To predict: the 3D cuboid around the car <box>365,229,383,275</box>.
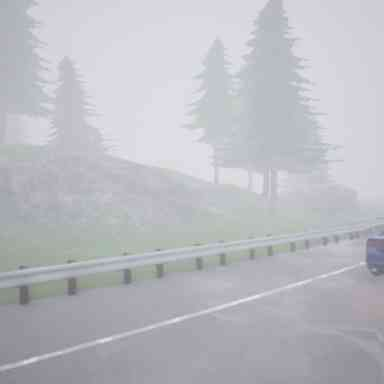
[{"bbox_3d":[6.693,1.483,9.367,5.008,1.535,1.882,0,0,-41],"label":"car"}]
